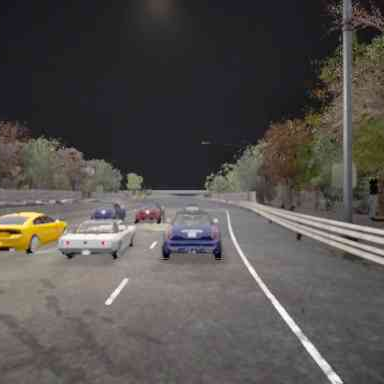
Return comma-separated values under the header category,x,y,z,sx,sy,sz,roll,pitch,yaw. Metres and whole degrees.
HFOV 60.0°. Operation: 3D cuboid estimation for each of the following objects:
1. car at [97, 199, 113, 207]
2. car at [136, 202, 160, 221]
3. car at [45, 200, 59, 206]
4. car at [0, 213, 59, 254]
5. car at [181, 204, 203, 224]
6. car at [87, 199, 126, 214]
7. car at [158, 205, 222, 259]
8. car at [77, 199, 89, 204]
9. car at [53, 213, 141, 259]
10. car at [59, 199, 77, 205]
category,x,y,z,sx,sy,sz,roll,pitch,yaw
car,-17.534,2.285,67.380,1.837,1.490,4.892,0,-1,0
car,-3.491,1.666,28.409,2.097,1.767,4.553,0,-1,1
car,-28.034,2.308,67.374,1.812,1.442,4.674,0,-1,0
car,-6.977,1.633,14.241,1.882,1.535,5.008,0,0,1
car,0.014,1.846,28.883,1.812,1.442,4.674,0,0,1
car,-6.992,1.666,28.404,2.097,1.767,4.553,0,-1,1
car,0.016,1.498,13.410,2.097,1.767,4.553,0,-1,0
car,-21.034,2.284,67.378,1.837,1.490,4.892,0,-1,0
car,-3.488,1.745,13.233,1.895,1.301,4.718,0,-1,0
car,-24.534,2.284,67.376,1.837,1.490,4.892,0,-1,0
